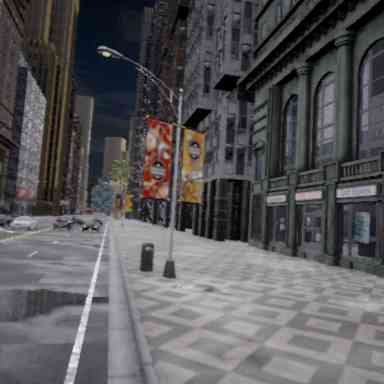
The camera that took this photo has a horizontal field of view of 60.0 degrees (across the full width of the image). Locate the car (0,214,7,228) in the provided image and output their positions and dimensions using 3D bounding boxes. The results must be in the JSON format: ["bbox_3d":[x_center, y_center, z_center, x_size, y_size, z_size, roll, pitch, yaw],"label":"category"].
[{"bbox_3d":[-21.608,3.274,37.879,2.033,1.411,5.357,5,-5,-13],"label":"car"}]

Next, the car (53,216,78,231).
[{"bbox_3d":[-15.299,3.759,39.676,2.128,1.511,4.902,5,-5,-13],"label":"car"}]

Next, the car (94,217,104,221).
[{"bbox_3d":[-16.402,5.150,57.685,1.837,1.490,4.892,5,-4,-13],"label":"car"}]

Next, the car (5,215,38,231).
[{"bbox_3d":[-17.568,3.268,34.933,1.812,1.442,4.674,5,-5,-13],"label":"car"}]

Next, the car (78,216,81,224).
[{"bbox_3d":[-18.980,4.739,54.572,1.837,1.490,4.892,5,-4,-13],"label":"car"}]

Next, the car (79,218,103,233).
[{"bbox_3d":[-11.929,4.066,39.507,1.895,1.301,4.718,5,-5,-13],"label":"car"}]
